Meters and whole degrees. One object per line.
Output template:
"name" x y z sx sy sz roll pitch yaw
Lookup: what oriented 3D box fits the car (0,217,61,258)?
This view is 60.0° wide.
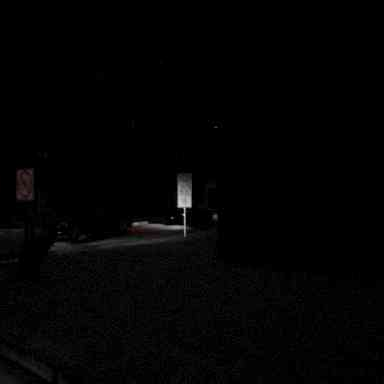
"car" -7.081 1.608 10.821 1.895 1.301 4.718 0 0 44

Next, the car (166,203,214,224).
"car" -0.045 1.578 25.417 1.812 1.442 4.674 0 0 35

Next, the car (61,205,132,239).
"car" -5.424 1.512 17.866 1.882 1.535 5.008 0 0 35
